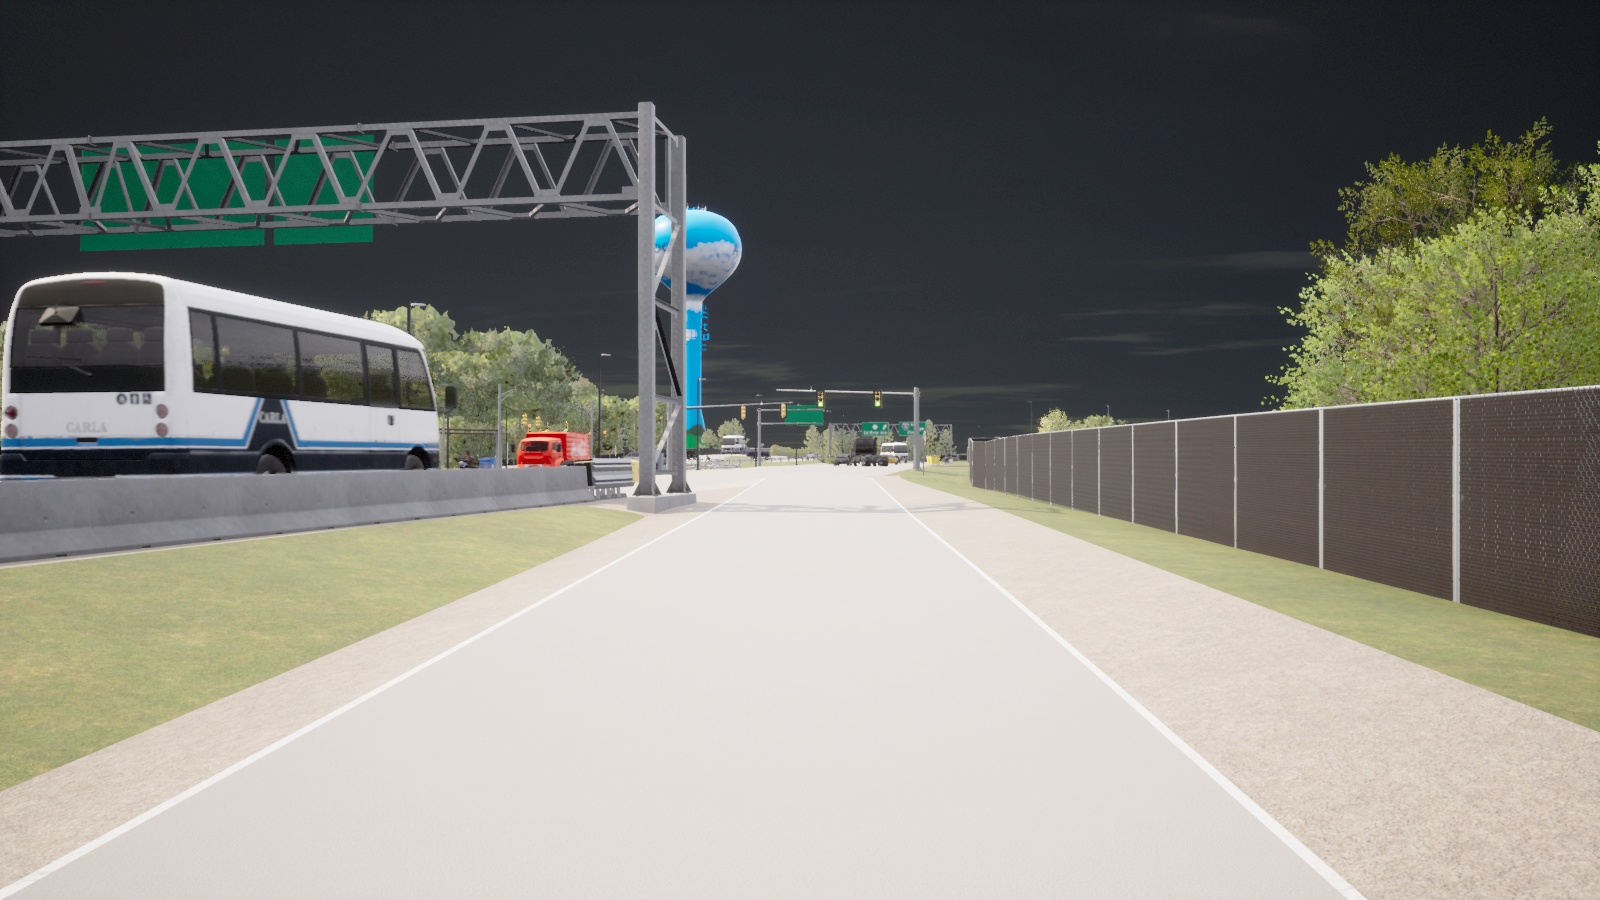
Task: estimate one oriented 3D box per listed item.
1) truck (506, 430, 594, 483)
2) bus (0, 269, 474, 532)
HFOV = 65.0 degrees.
[{"bbox_3d":[-12.230,0.332,61.768,2.627,2.467,5.204,0,0,9],"label":"truck"},{"bbox_3d":[-10.634,-0.765,25.687,3.944,4.253,10.273,0,0,9],"label":"bus"}]
